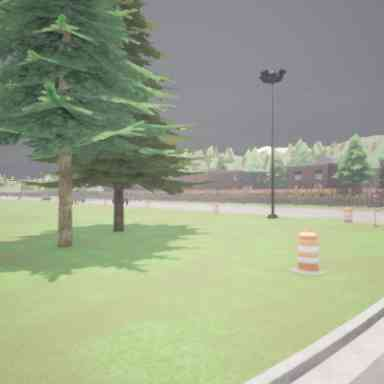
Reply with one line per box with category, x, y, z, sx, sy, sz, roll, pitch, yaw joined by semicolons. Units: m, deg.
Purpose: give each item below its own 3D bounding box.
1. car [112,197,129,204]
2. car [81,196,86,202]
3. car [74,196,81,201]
car;-14.877;1.692;69.276;1.837;1.490;4.892;0;0;-38
car;-29.792;1.832;88.097;1.994;1.385;4.181;0;0;-38
car;-30.121;1.626;82.861;2.097;1.767;4.553;0;0;-38
